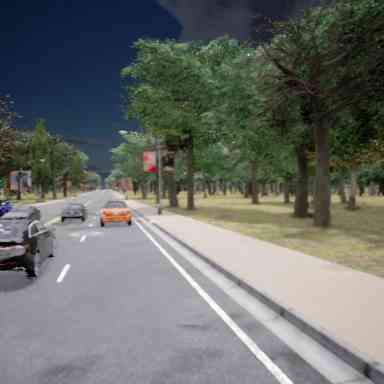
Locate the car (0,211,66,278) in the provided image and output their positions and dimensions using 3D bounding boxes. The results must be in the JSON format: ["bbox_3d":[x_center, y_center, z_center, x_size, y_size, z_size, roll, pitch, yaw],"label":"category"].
[{"bbox_3d":[-5.389,1.579,10.121,2.128,1.511,4.902,-1,0,-14],"label":"car"}]

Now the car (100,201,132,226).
[{"bbox_3d":[-5.591,1.424,24.357,2.097,1.767,4.553,-1,0,-14],"label":"car"}]

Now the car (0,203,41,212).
[{"bbox_3d":[-12.666,1.754,25.077,2.033,1.411,5.357,-1,0,-14],"label":"car"}]

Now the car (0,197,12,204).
[{"bbox_3d":[-16.738,1.505,27.972,2.150,2.045,5.566,-1,0,-14],"label":"car"}]

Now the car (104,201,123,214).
[{"bbox_3d":[-8.916,1.716,37.684,1.895,1.301,4.718,-1,0,-14],"label":"car"}]

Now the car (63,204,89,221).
[{"bbox_3d":[-9.874,1.694,28.140,2.033,1.411,5.357,-1,0,-14],"label":"car"}]
